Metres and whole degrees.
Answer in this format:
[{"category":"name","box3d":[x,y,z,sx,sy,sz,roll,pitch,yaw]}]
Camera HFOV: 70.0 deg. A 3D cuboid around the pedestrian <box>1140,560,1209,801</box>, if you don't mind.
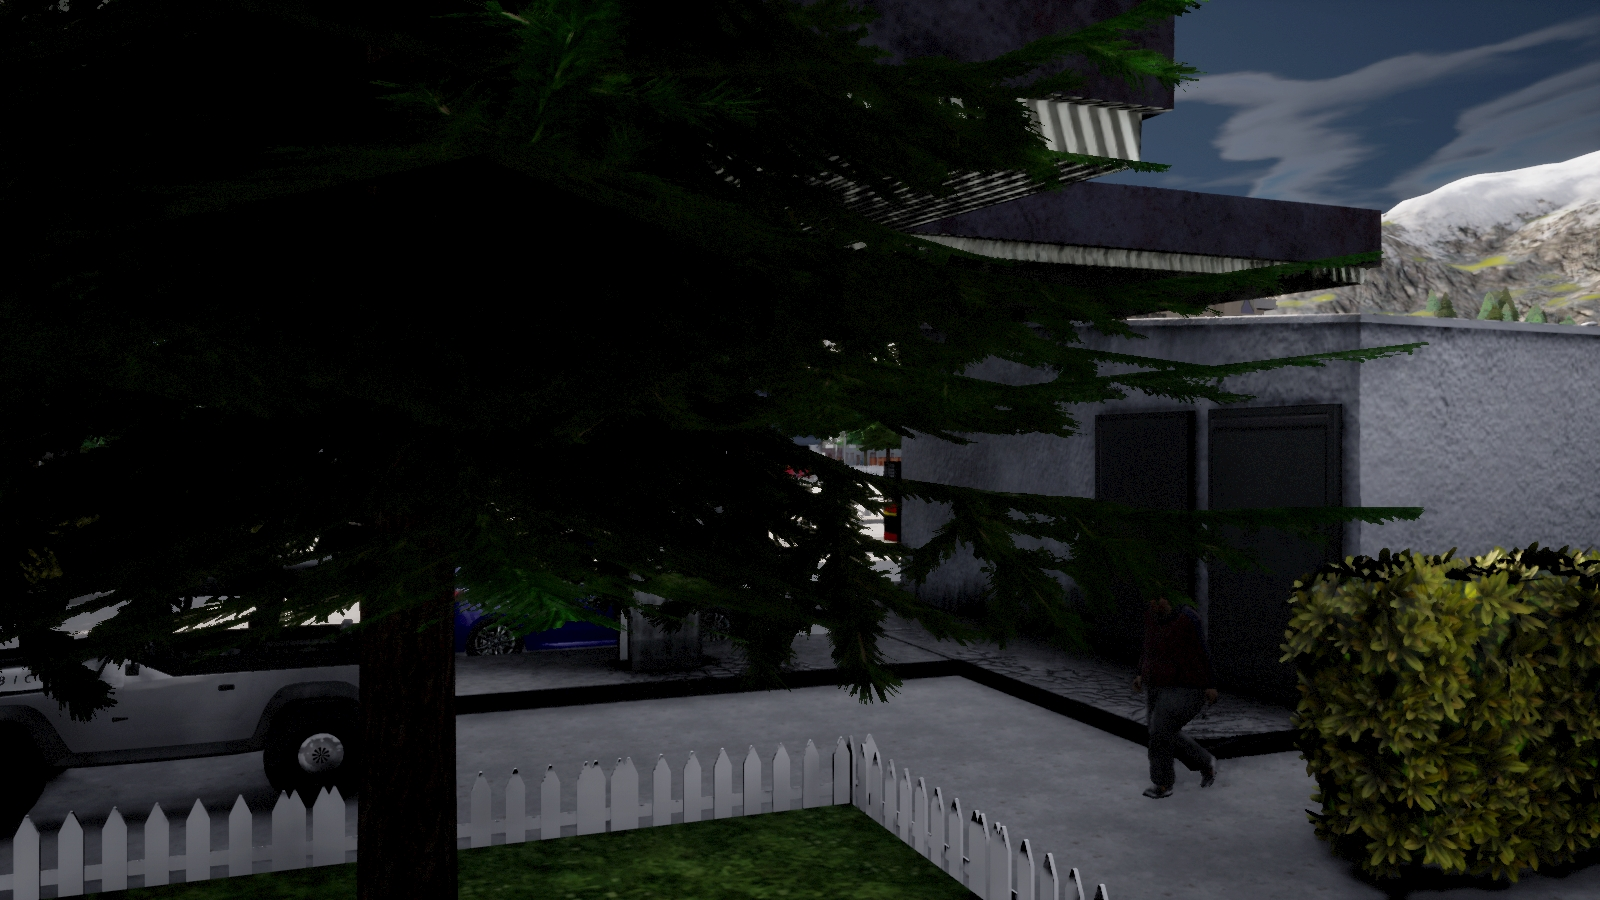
[{"category":"pedestrian","box3d":[3.035,1.844,9.273,0.375,1.860,0.375,0,0,-21]}]
